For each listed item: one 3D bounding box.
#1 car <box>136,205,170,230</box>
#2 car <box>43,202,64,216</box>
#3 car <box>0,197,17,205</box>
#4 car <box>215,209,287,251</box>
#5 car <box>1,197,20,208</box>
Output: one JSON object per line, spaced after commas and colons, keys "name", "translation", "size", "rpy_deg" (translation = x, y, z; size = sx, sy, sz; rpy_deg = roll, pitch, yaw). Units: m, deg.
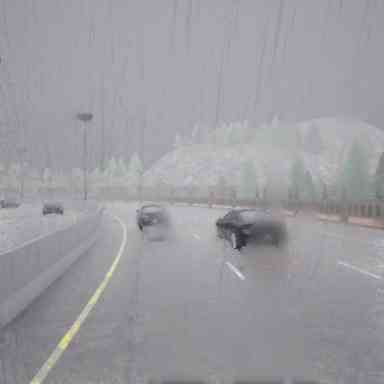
{"name": "car", "translation": [-2.514, 1.520, 21.008], "size": [1.812, 1.442, 4.674], "rpy_deg": [0, 0, -12]}
{"name": "car", "translation": [-13.940, 1.684, 33.520], "size": [1.895, 1.301, 4.718], "rpy_deg": [0, 0, -22]}
{"name": "car", "translation": [-37.105, 1.753, 67.026], "size": [4.674, 1.442, 1.812], "rpy_deg": [-1, 0, 45]}
{"name": "car", "translation": [2.315, 1.448, 14.197], "size": [1.882, 1.535, 5.008], "rpy_deg": [0, 0, -8]}
{"name": "car", "translation": [-28.540, 1.590, 52.311], "size": [2.097, 1.767, 4.553], "rpy_deg": [-1, 0, -36]}
